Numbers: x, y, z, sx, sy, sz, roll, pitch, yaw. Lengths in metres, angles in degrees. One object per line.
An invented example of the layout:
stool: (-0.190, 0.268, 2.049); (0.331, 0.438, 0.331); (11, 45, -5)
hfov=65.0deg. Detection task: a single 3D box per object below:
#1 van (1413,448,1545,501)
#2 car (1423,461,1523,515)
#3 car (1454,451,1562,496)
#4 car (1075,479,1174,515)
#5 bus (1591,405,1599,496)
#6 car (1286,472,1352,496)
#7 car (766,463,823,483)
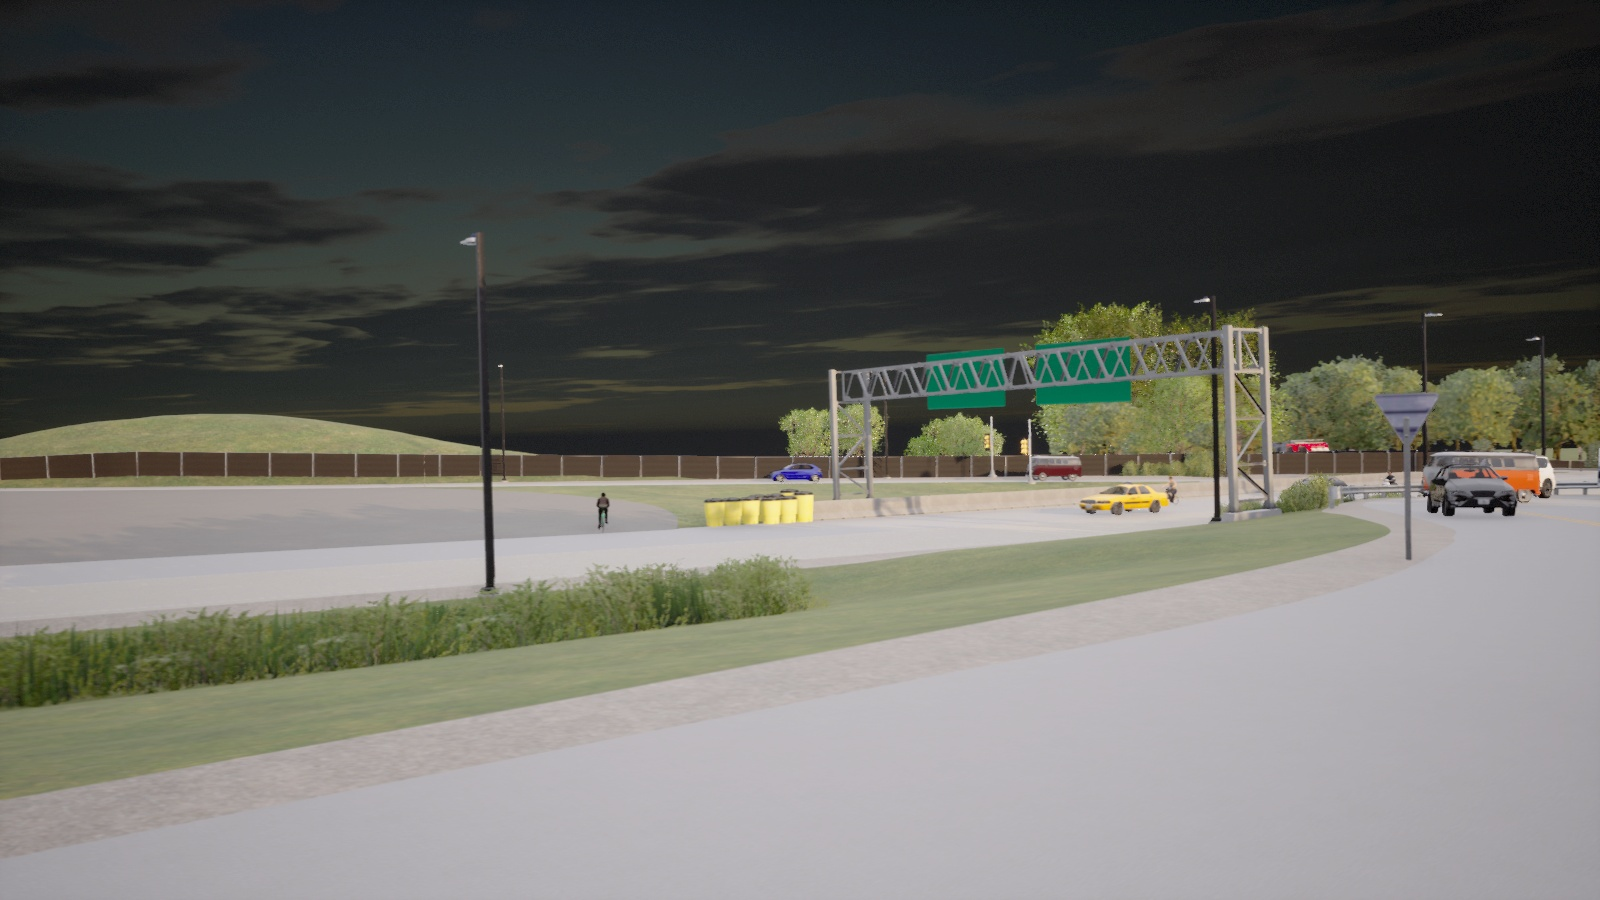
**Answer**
van: (26.454, 0.965, 48.968); (4.442, 1.987, 1.775); (0, -1, -12)
car: (19.239, 1.065, 36.054); (1.816, 1.474, 4.193); (-1, -1, 19)
car: (32.935, 1.086, 58.368); (5.566, 2.045, 2.150); (1, -1, -35)
car: (16.118, 2.287, 62.160); (5.366, 1.575, 1.801); (-1, 0, -37)
bus: (42.813, 0.151, 59.258); (10.273, 4.253, 3.944); (1, 1, -22)
car: (32.739, 2.143, 79.225); (4.181, 1.385, 1.994); (-1, 0, -37)
car: (-0.454, 1.791, 97.746); (4.193, 1.474, 1.816); (0, 1, -10)
